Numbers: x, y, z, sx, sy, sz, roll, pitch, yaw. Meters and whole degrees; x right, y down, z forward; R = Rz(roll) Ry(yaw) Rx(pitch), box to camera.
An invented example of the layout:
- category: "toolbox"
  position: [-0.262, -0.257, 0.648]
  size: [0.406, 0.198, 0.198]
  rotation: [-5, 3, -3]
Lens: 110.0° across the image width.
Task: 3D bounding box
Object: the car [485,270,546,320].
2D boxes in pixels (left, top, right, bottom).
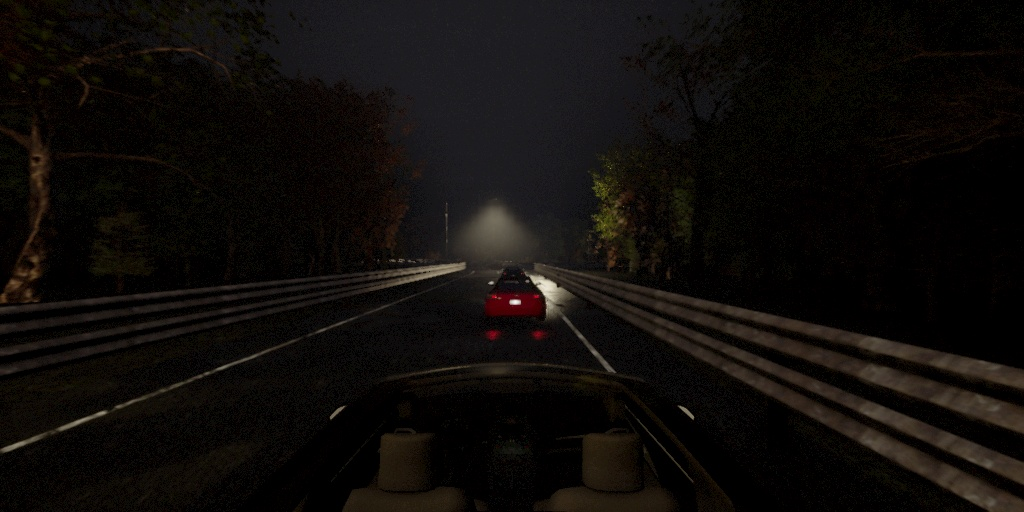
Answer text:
- category: "car"
  position: [0.105, 1.394, 12.965]
  size: [1.994, 1.385, 4.181]
  rotation: [0, 0, 0]

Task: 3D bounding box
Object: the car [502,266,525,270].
- category: "car"
  position: [0.113, 1.512, 29.781]
  size: [1.994, 1.385, 4.181]
  rotation: [0, 0, 0]
